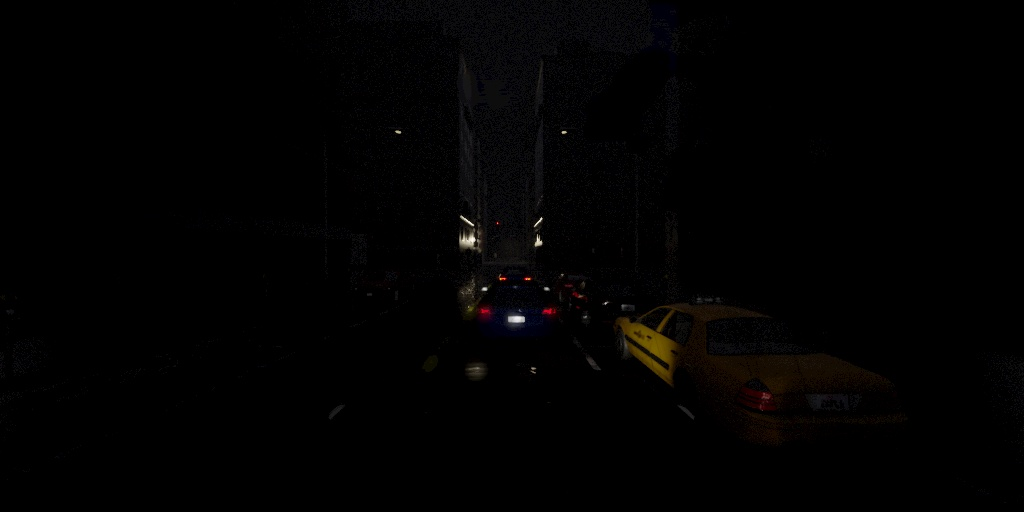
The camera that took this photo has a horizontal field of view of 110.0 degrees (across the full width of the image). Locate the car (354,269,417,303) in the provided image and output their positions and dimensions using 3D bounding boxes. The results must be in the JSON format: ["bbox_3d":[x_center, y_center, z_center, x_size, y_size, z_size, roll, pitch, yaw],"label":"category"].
[{"bbox_3d":[-5.667,1.289,16.506,1.888,1.381,4.507,0,0,0],"label":"car"}]

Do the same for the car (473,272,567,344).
[{"bbox_3d":[0.102,1.311,9.605,1.994,1.385,4.181,0,0,0],"label":"car"}]

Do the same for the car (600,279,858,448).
[{"bbox_3d":[2.875,1.274,5.504,1.751,1.417,4.829,0,0,0],"label":"car"}]

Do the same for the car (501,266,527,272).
[{"bbox_3d":[0.107,1.269,19.619,1.812,1.442,4.674,0,0,-2],"label":"car"}]

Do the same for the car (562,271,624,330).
[{"bbox_3d":[2.877,1.312,10.920,1.948,1.339,4.313,0,0,0],"label":"car"}]

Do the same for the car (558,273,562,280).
[{"bbox_3d":[2.878,1.326,16.506,1.802,1.307,4.207,0,0,0],"label":"car"}]
